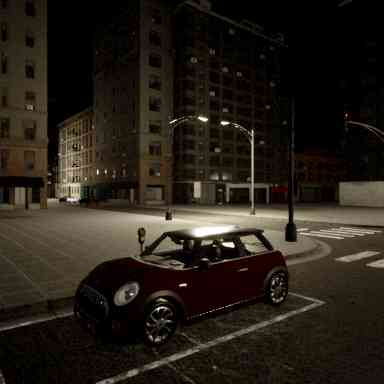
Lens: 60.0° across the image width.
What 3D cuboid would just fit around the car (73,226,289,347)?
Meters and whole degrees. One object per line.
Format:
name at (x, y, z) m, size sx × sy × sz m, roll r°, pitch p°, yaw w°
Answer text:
car at (-0.052, 1.440, 6.265) m, size 4.097 × 1.590 × 1.967 m, roll 0°, pitch 0°, yaw -38°

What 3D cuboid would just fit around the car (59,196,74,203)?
car at (-22.165, 1.275, 59.248) m, size 1.895 × 1.301 × 4.718 m, roll 0°, pitch 0°, yaw -39°

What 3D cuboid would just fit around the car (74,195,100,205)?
car at (-15.842, 1.220, 51.149) m, size 2.128 × 1.511 × 4.902 m, roll 0°, pitch 0°, yaw -38°
